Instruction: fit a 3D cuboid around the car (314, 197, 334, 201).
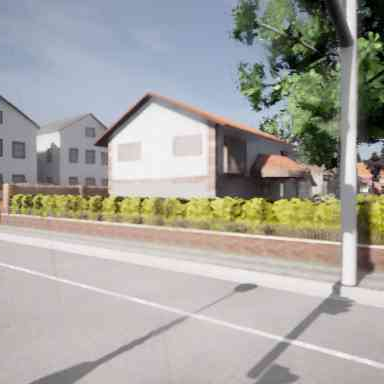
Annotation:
[{"bbox_3d":[11.860,1.160,27.909,3.806,1.475,1.970,0,0,36],"label":"car"}]
